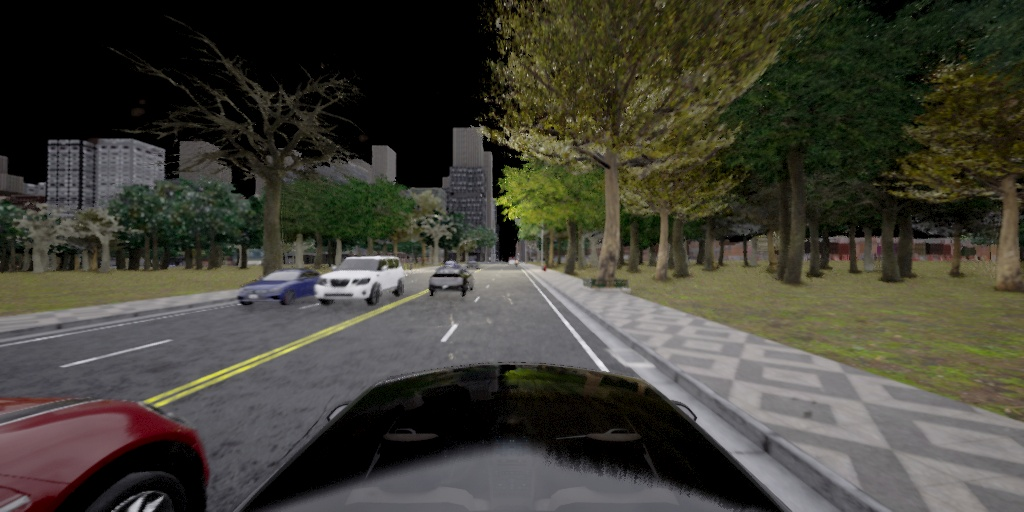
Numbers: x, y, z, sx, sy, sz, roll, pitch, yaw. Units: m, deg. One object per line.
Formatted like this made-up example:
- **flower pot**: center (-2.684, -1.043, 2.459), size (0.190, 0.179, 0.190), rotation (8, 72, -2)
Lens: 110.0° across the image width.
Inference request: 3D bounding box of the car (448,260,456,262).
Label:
- **car**: center (-9.783, 1.446, 57.408), size (1.812, 1.442, 4.674), rotation (0, 0, 1)

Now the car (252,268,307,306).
- **car**: center (-9.846, 1.295, 15.987), size (1.812, 1.442, 4.674), rotation (0, 0, 0)

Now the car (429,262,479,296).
- **car**: center (-3.147, 1.267, 19.297), size (2.128, 1.511, 4.902), rotation (0, 0, 0)

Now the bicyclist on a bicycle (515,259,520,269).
- **bicyclist on a bicycle**: center (0.900, 1.378, 60.934), size (0.866, 1.612, 1.509), rotation (0, 0, 0)

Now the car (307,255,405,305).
- **car**: center (-6.597, 0.991, 16.358), size (2.150, 2.045, 5.566), rotation (0, 0, 0)

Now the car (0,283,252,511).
- **car**: center (-3.150, 1.102, 0.589), size (2.097, 1.767, 4.553), rotation (0, 0, 0)
